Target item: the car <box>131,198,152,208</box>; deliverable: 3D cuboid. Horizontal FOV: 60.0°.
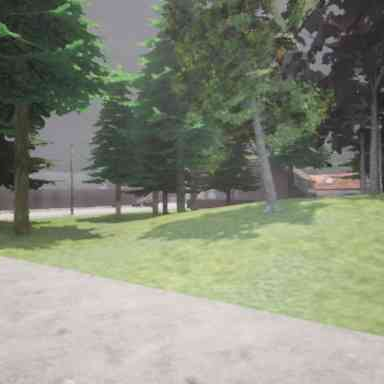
[{"bbox_3d":[-8.208,1.881,56.864,1.837,1.490,4.892,-1,-1,36],"label":"car"}]
